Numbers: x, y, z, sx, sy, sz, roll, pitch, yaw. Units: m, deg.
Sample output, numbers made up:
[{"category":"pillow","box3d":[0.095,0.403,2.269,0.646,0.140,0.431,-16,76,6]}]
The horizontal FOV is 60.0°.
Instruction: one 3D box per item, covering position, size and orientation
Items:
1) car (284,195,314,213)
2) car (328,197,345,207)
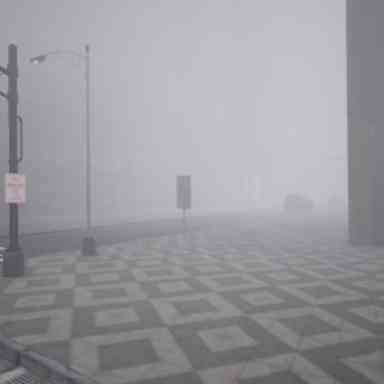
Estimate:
[{"category":"car","box3d":[12.764,1.360,39.681,2.150,2.045,5.566,-1,-1,36]},{"category":"car","box3d":[24.182,1.629,55.539,2.128,1.511,4.902,-1,0,36]}]
